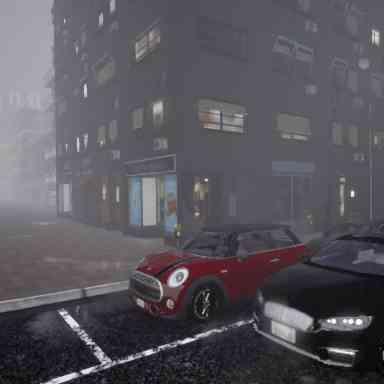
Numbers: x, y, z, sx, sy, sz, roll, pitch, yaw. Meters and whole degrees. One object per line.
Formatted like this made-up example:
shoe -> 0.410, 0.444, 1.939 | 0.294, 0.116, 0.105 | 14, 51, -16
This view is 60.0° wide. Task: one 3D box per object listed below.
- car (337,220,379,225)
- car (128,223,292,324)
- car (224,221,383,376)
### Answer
car -> 5.280, 1.563, 10.300 | 4.313, 1.339, 1.947 | 0, -1, -35
car -> 0.709, 1.439, 7.063 | 4.097, 1.590, 1.967 | 0, -1, -35
car -> 3.143, 1.490, 5.598 | 4.902, 1.511, 2.128 | 0, 0, -35
